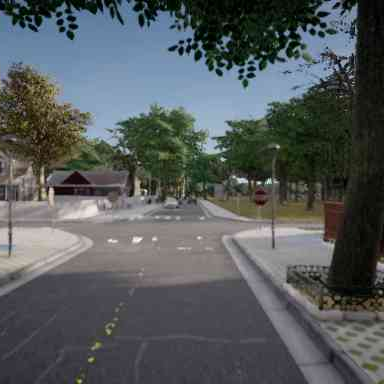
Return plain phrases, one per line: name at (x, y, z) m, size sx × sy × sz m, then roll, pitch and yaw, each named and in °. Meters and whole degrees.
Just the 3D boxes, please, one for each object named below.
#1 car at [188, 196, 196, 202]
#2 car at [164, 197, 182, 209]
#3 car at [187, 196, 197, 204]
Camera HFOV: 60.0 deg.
car at (0.021, 1.596, 76.897) m, size 1.812 × 1.442 × 4.674 m, roll 0°, pitch 0°, yaw 0°
car at (-2.817, 1.611, 46.377) m, size 1.812 × 1.442 × 4.674 m, roll 0°, pitch 0°, yaw 0°
car at (0.015, 1.687, 66.470) m, size 1.837 × 1.490 × 4.892 m, roll 0°, pitch 0°, yaw 0°
